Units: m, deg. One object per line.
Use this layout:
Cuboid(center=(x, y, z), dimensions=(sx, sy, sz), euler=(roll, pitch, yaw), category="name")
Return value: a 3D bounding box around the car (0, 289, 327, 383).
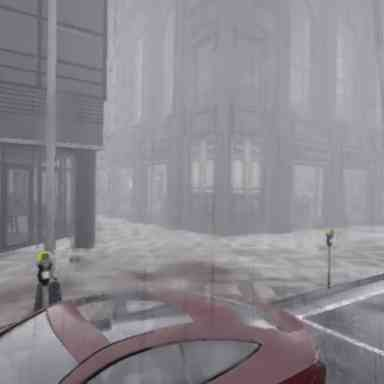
Cuboid(center=(-0.719, 1.517, 2.451), dimensions=(4.206, 1.307, 1.802), euler=(1, 1, -34), category="car")
